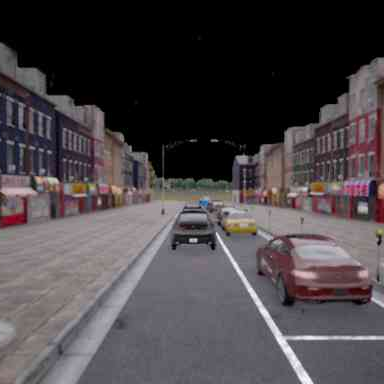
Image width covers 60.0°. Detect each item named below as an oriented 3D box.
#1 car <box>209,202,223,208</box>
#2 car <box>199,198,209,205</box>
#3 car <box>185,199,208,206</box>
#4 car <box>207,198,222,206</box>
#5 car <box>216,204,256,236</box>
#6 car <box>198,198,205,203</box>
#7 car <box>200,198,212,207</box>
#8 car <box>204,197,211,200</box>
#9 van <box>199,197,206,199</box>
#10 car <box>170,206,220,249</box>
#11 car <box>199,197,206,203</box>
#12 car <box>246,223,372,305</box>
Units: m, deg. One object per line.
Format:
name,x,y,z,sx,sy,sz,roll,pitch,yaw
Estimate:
car,2.621,1.721,24.544,2.008,1.369,4.403,-1,0,0
car,2.618,2.089,74.335,1.947,1.339,4.313,-1,0,0
car,0.069,1.701,30.180,2.128,1.511,4.902,0,0,0
car,3.022,1.806,40.280,1.812,1.442,4.674,0,0,0
car,2.620,1.658,19.182,1.752,1.417,4.829,-1,0,0
car,2.617,2.225,90.932,1.802,1.307,4.206,-1,0,0
car,2.616,1.883,63.271,1.967,1.590,4.097,-1,0,0
car,3.021,1.855,47.282,1.812,1.442,4.674,0,0,0
van,2.614,1.745,57.740,1.690,1.788,3.998,-1,0,0
car,0.071,1.609,15.109,1.837,1.490,4.892,0,0,0
car,2.616,2.129,85.570,1.752,1.417,4.829,-1,0,0
car,2.622,1.637,7.947,1.802,1.307,4.206,-1,0,0
